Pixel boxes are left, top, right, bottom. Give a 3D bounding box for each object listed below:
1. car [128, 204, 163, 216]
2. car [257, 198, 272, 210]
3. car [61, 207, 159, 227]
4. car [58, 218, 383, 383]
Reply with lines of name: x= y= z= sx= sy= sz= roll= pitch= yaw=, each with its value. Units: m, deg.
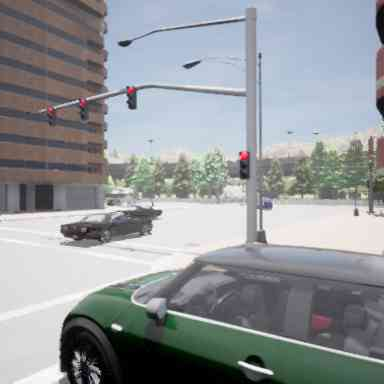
car: x=-4.629 y=1.704 z=27.380 sx=1.895 sy=1.301 sz=4.718 roll=0 pitch=0 yaw=36
car: x=9.752 y=1.555 z=44.907 sx=1.882 sy=1.535 sz=5.008 roll=0 pitch=0 yaw=14
car: x=-3.938 y=1.667 z=16.421 sx=1.895 sy=1.301 sz=4.718 roll=0 pitch=0 yaw=31
car: x=0.595 y=1.360 z=3.567 sx=4.553 sy=1.767 sz=2.097 roll=0 pitch=0 yaw=35
